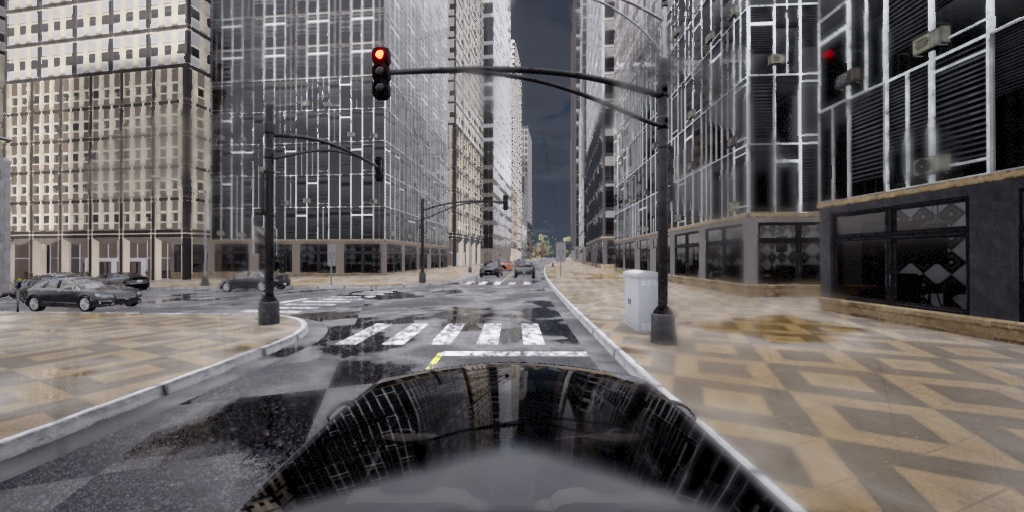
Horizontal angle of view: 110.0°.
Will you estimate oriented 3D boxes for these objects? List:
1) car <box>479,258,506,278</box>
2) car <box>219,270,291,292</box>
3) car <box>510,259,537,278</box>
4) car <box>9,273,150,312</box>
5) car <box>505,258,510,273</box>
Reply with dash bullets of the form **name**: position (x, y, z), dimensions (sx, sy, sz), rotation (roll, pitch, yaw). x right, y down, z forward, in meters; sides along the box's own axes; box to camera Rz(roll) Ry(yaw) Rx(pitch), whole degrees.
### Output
- **car**: position (-1.924, 1.237, 34.206), dimensions (1.837, 1.490, 4.892), rotation (0, 0, 4)
- **car**: position (-16.815, 1.609, 23.505), dimensions (4.403, 1.370, 2.007), rotation (0, 0, 9)
- **car**: position (1.271, 1.222, 34.130), dimensions (2.128, 1.511, 4.902), rotation (0, 0, 4)
- **car**: position (-18.127, 1.566, 15.228), dimensions (4.403, 1.370, 2.007), rotation (0, 0, 9)
- **car**: position (-1.150, 1.073, 44.155), dimensions (2.097, 1.767, 4.553), rotation (0, 0, 5)
